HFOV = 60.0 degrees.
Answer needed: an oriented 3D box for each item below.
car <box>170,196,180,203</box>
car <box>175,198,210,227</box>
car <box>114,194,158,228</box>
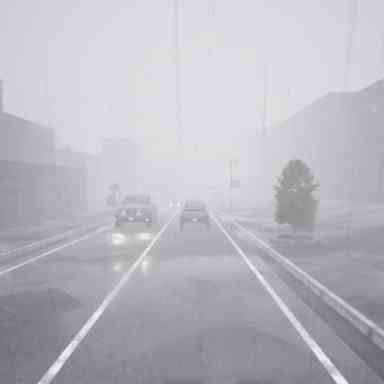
[{"bbox_3d":[-3.228,1.484,64.009,1.895,1.301,4.718,0,0,1],"label":"car"},{"bbox_3d":[0.166,1.423,22.060,2.128,1.511,4.902,0,0,0],"label":"car"},{"bbox_3d":[-3.511,1.153,21.934,2.150,2.045,5.566,0,0,0],"label":"car"}]
